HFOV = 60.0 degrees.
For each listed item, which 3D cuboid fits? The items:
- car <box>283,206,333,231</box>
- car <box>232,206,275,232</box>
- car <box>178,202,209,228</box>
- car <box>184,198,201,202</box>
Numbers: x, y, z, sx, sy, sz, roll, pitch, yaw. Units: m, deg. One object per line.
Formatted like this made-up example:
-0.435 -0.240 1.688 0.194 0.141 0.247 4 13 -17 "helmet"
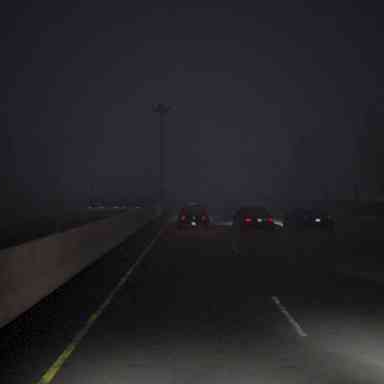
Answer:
7.094 1.574 20.734 1.994 1.385 4.181 0 0 0 "car"
3.594 1.558 20.152 2.033 1.411 5.357 0 0 0 "car"
0.093 1.612 22.371 1.895 1.301 4.718 0 0 0 "car"
0.070 1.510 39.890 2.128 1.511 4.902 0 0 0 "car"
